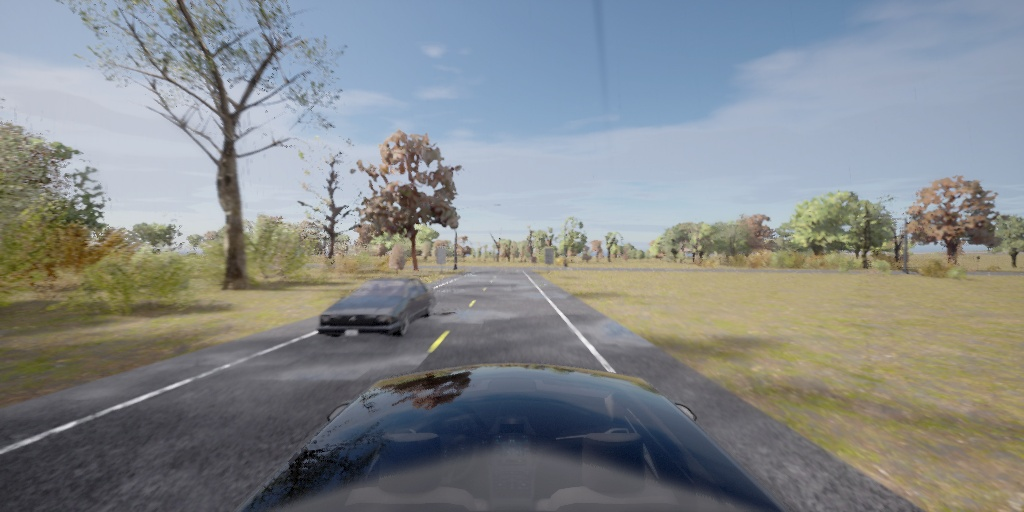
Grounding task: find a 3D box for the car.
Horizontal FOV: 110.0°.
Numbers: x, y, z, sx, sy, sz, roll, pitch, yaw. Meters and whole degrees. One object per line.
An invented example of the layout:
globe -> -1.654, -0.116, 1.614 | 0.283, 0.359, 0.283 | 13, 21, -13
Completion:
car -> -3.603, 1.358, 10.717 | 2.033, 1.411, 5.357 | 0, 0, 0
